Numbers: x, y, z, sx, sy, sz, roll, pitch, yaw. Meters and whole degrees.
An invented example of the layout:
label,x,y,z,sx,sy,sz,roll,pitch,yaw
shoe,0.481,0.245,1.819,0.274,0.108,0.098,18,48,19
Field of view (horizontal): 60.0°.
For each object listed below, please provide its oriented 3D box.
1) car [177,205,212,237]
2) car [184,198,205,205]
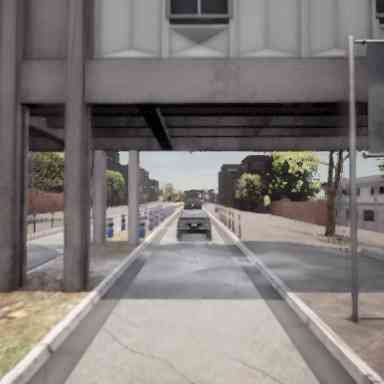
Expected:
label,x,y,z,sx,sy,sz,roll,pitch,yaw
car,0.100,1.670,18.600,2.033,1.411,5.357,0,-1,0
car,0.114,1.733,42.170,2.150,2.045,5.566,0,-1,0
